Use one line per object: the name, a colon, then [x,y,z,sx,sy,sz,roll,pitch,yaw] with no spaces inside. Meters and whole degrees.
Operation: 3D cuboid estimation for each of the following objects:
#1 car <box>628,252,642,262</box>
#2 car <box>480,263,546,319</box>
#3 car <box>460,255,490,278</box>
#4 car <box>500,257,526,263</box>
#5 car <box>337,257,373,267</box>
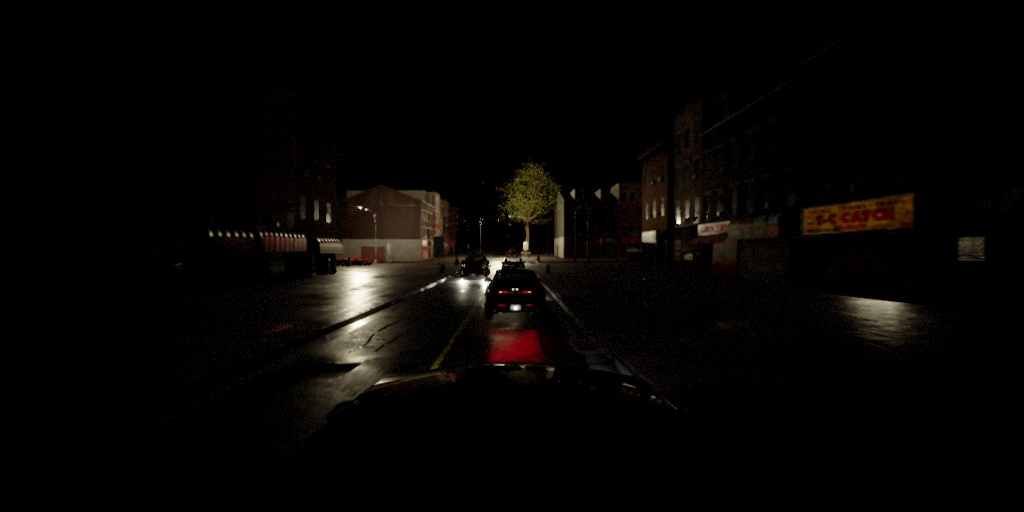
car: [17.220,0.194,46.521,4.313,1.339,1.948,0,0,0]
car: [0.102,1.162,12.406,1.837,1.490,4.892,0,1,0]
car: [-2.824,0.712,28.327,2.097,1.767,4.553,0,1,0]
car: [0.101,0.839,28.858,2.128,1.511,4.902,0,1,0]
car: [-20.361,0.734,46.396,4.507,1.381,1.888,0,0,0]
